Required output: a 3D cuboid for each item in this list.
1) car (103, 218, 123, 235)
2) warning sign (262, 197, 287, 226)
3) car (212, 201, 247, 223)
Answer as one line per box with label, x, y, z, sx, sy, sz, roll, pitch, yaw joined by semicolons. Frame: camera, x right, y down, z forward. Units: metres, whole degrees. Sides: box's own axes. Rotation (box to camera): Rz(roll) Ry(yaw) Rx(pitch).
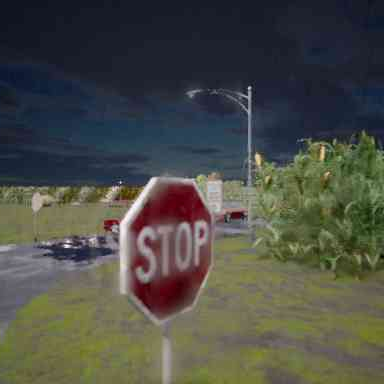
car;-2.857;1.761;19.503;1.895;1.301;4.718;0;0;34
warning sign;5.541;1.304;22.376;1.300;1.860;1.060;0;0;34
car;2.834;1.548;27.810;2.097;1.767;4.553;0;0;35
